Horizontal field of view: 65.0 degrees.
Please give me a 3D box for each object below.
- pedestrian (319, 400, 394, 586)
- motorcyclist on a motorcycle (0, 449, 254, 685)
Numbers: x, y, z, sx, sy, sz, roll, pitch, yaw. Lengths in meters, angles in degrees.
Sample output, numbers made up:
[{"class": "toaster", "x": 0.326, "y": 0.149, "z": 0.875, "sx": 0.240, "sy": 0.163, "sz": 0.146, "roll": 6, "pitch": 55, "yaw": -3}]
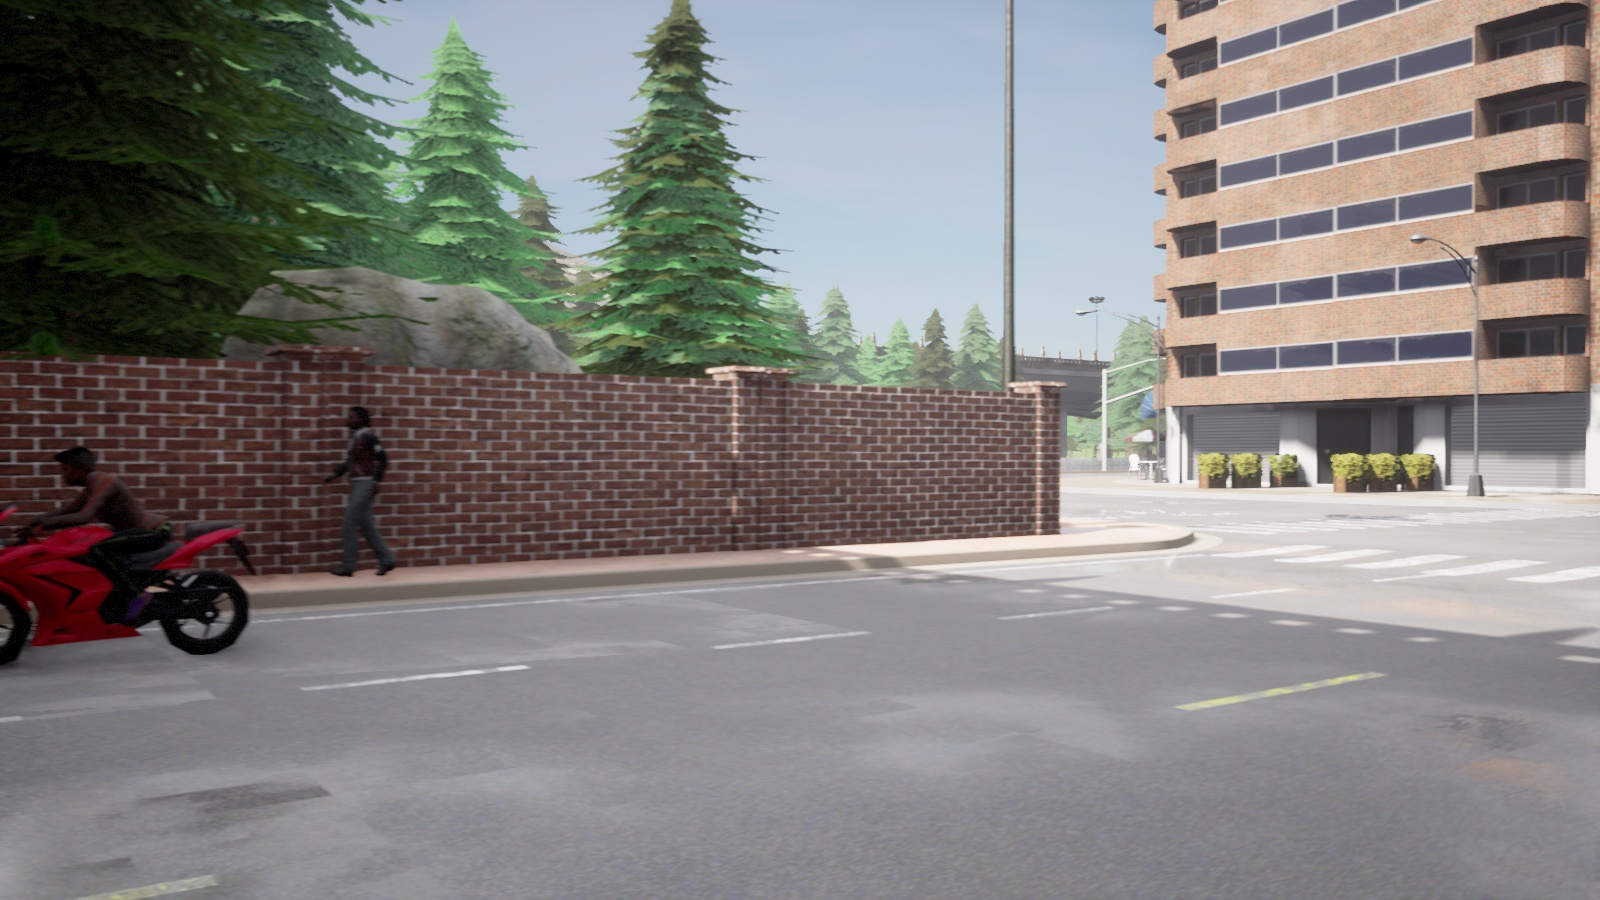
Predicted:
[{"class": "pedestrian", "x": -4.718, "y": 0.446, "z": 13.352, "sx": 0.666, "sy": 1.930, "sz": 0.402, "roll": 0, "pitch": 0, "yaw": -35}, {"class": "motorcyclist on a motorcycle", "x": -4.974, "y": 0.759, "z": 8.725, "sx": 2.044, "sy": 1.523, "sz": 0.797, "roll": 0, "pitch": 0, "yaw": -35}]
